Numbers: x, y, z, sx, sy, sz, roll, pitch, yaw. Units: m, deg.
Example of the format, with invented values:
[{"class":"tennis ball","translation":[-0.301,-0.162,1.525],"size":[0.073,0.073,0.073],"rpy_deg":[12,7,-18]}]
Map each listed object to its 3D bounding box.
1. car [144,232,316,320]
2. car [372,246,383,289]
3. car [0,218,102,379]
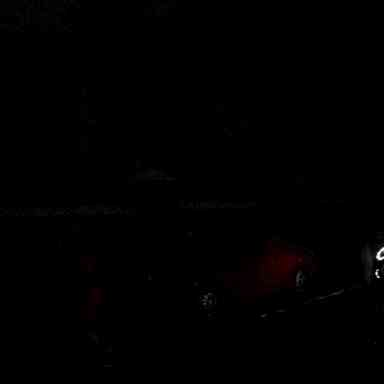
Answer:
[{"class":"car","translation":[1.015,1.582,7.273],"size":[4.206,1.307,1.802],"rpy_deg":[0,0,-35]},{"class":"car","translation":[6.218,1.350,7.798],"size":[4.553,1.767,2.097],"rpy_deg":[0,0,-35]},{"class":"car","translation":[-3.615,1.315,3.979],"size":[5.009,1.841,2.192],"rpy_deg":[0,0,-35]}]
